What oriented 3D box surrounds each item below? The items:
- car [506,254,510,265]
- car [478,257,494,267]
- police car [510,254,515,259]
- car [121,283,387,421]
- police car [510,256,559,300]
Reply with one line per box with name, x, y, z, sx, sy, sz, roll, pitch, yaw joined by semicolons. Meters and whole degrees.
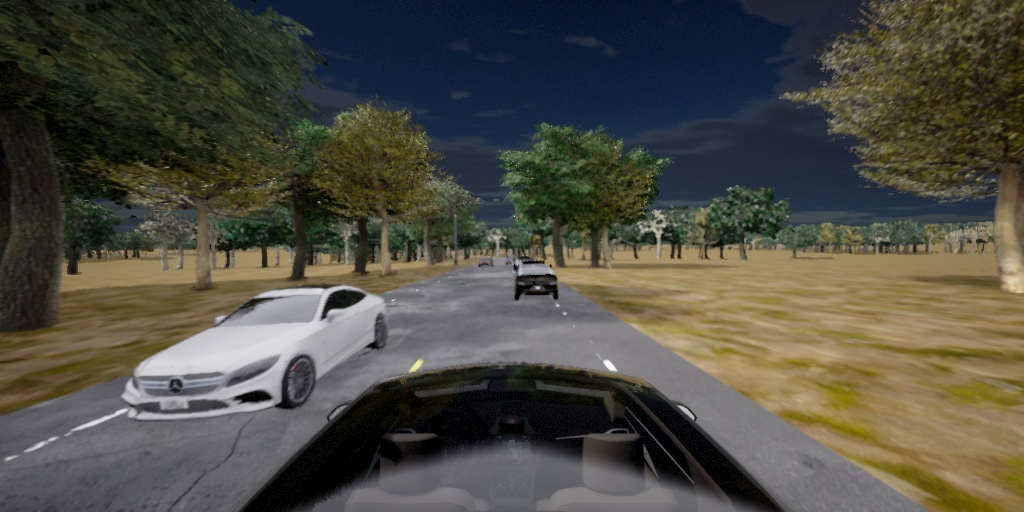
car;-0.062;0.699;56.217;2.033;1.411;5.357;-2;0;1
car;-3.645;0.794;50.426;1.994;1.385;4.181;-4;2;1
police car;1.022;0.876;26.935;1.930;1.638;5.238;0;1;0
car;-3.629;1.257;6.154;1.812;1.442;4.674;-3;1;0
police car;1.015;1.023;16.925;1.930;1.638;5.238;-1;1;0
